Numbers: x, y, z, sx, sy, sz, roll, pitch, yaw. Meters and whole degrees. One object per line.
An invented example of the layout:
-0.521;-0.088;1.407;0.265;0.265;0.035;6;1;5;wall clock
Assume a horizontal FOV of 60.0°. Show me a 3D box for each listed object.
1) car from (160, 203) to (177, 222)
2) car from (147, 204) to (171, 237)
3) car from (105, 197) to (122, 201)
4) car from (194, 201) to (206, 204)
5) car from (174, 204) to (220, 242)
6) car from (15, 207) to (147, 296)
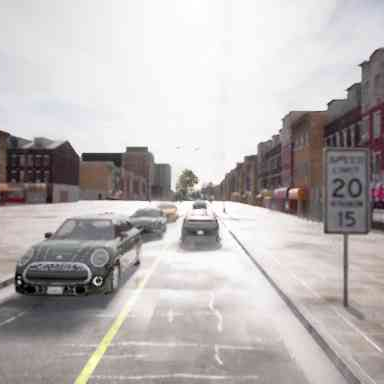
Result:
-2.209;1.693;29.091;1.882;1.535;5.008;0;0;2;car
-2.466;1.640;18.937;1.837;1.490;4.892;0;0;1;car
-21.303;1.922;90.690;4.507;1.381;1.887;1;-2;1;car
0.957;1.836;41.478;1.837;1.490;4.892;0;-1;1;car
0.441;1.638;17.435;2.128;1.511;4.902;0;0;1;car
-2.693;1.405;8.932;2.097;1.767;4.553;0;0;1;car
